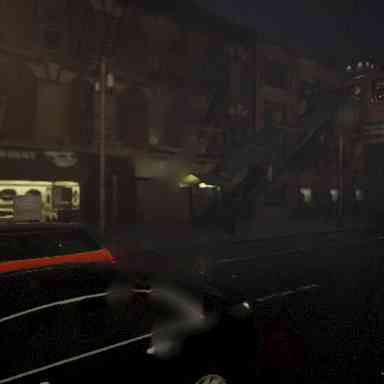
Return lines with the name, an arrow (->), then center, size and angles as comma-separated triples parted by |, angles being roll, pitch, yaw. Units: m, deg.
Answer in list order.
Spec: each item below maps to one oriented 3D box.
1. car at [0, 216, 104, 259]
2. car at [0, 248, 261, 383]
car -> -3.614, 1.354, 5.713 | 4.553, 1.767, 2.097 | 0, 0, -35
car -> -1.521, 1.507, 2.907 | 4.892, 1.490, 1.837 | 0, 0, -35
